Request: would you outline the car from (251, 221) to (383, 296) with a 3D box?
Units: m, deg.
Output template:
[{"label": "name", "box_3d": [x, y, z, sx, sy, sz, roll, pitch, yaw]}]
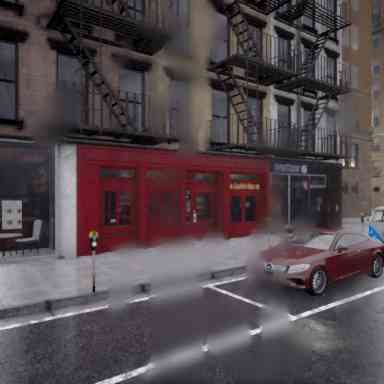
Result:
[{"label": "car", "box_3d": [3.403, 1.582, 8.595, 4.206, 1.307, 1.802, 0, 0, -35]}]

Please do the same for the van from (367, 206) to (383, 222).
[{"label": "van", "box_3d": [7.814, 1.340, 11.720, 3.998, 1.788, 1.690, 0, 0, -35]}]
